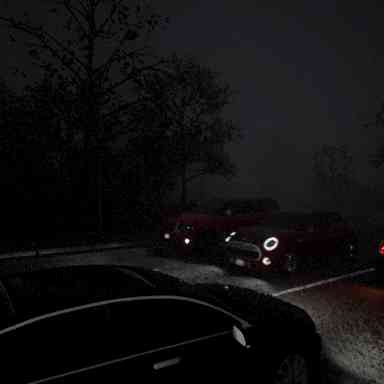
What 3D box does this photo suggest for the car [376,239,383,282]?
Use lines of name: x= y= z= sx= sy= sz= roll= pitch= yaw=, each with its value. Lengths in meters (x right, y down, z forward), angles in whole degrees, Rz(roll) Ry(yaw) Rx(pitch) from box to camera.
car: x=6.669 y=1.352 z=8.374 sx=4.553 sy=1.767 sz=2.097 roll=0 pitch=0 yaw=-35

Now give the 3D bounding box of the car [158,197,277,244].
car: x=1.377 y=1.221 z=13.481 sx=5.566 sy=2.045 sz=2.150 roll=0 pitch=0 yaw=-35

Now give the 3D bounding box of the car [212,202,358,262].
car: x=3.160 y=1.352 z=10.452 sx=4.553 sy=1.767 sz=2.097 roll=0 pitch=0 yaw=-35

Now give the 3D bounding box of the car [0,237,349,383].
car: x=-0.728 y=1.504 z=3.191 sx=4.892 sy=1.490 sz=1.837 roll=0 pitch=0 yaw=-35
